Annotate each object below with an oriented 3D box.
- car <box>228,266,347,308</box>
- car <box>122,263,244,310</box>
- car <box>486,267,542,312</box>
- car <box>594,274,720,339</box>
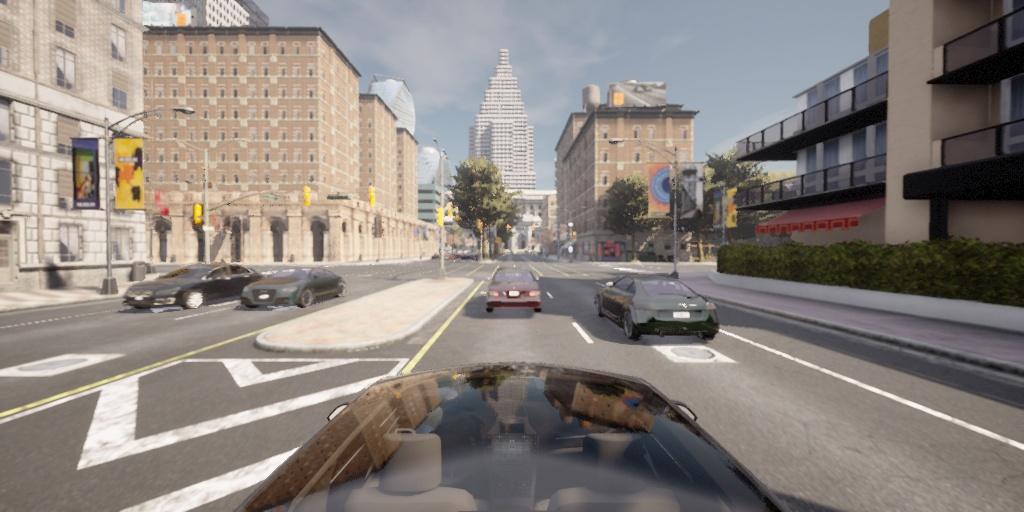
[{"bbox_3d":[-8.085,1.104,13.683,1.994,1.385,4.181,0,1,0],"label":"car"},{"bbox_3d":[-11.584,1.050,13.561,1.837,1.490,4.892,0,0,0],"label":"car"},{"bbox_3d":[0.046,1.097,13.012,2.033,1.411,5.357,0,1,0],"label":"car"},{"bbox_3d":[3.560,1.173,9.556,1.994,1.385,4.181,0,1,0],"label":"car"}]
